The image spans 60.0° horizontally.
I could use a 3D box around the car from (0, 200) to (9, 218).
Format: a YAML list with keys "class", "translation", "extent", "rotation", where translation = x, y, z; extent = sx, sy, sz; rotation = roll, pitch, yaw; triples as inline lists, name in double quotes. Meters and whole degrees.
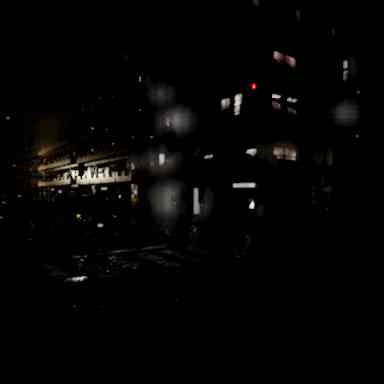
- class: "car"
  translation: [-17.436, 1.448, 29.223]
  extent: [1.887, 1.381, 4.507]
  rotation: [0, 0, -36]

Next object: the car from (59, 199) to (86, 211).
- class: "car"
  translation: [-13.970, 1.483, 38.727]
  extent: [1.802, 1.307, 4.206]
  rotation: [0, 0, -36]

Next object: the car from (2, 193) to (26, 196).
- class: "car"
  translation: [-20.997, 1.234, 38.612]
  extent: [2.097, 1.767, 4.553]
  rotation: [0, 0, -36]

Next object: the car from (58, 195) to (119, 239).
- class: "car"
  translation: [-5.838, 1.175, 17.608]
  extent: [2.150, 2.045, 5.566]
  rotation: [0, 0, -36]

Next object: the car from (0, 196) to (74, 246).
- class: "car"
  translation: [-7.471, 1.268, 15.457]
  extent: [2.192, 1.841, 5.009]
  rotation: [0, 0, -36]

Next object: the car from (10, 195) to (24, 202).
- class: "car"
  translation: [-37.218, 1.396, 70.845]
  extent: [2.008, 1.369, 4.403]
  rotation: [0, 0, -36]

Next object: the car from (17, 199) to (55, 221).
- class: "car"
  translation: [-12.951, 1.396, 27.446]
  extent: [1.882, 1.535, 5.008]
  rotation: [0, 0, -36]

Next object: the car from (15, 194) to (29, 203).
- class: "car"
  translation: [-33.898, 1.286, 66.258]
  extent: [1.967, 1.590, 4.097]
  rotation: [0, 0, -36]
